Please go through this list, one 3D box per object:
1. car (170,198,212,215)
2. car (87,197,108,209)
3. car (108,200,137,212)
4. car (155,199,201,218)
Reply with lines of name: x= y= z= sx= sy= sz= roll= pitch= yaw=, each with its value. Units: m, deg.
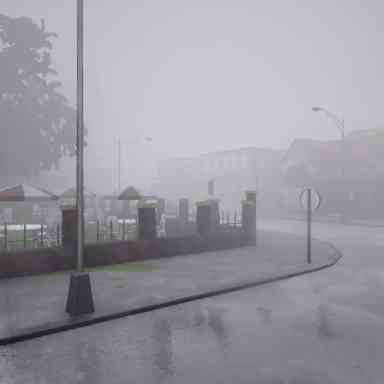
car: x=-0.187 y=1.477 z=35.002 sx=1.882 sy=1.535 sz=5.008 roll=0 pitch=0 yaw=-35
car: x=-13.051 y=1.504 z=45.898 sx=1.837 sy=1.490 sz=4.892 roll=0 pitch=0 yaw=-35
car: x=-7.210 y=1.547 z=37.659 sx=2.033 sy=1.411 sz=5.357 roll=0 pitch=0 yaw=-35
car: x=-1.477 y=1.491 z=29.633 sx=2.128 sy=1.511 sz=4.902 roll=0 pitch=0 yaw=-36
